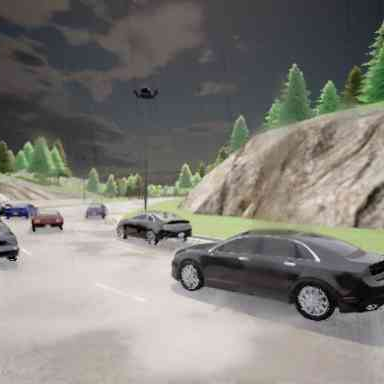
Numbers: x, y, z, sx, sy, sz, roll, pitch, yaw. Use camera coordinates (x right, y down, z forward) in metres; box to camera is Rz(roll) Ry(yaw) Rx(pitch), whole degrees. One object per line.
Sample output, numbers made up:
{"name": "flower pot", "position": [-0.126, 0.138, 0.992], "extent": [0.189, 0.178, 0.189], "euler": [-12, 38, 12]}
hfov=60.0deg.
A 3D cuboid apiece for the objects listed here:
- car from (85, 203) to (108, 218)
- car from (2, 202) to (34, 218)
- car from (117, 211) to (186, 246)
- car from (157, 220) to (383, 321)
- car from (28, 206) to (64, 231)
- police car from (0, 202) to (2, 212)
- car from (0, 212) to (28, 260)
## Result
{"name": "car", "position": [-9.859, 1.899, 34.571], "extent": [1.812, 1.442, 4.674], "euler": [0, -1, -9]}
{"name": "car", "position": [-16.599, 1.833, 32.882], "extent": [1.882, 1.535, 5.008], "euler": [0, -1, -10]}
{"name": "car", "position": [-1.976, 1.670, 16.388], "extent": [2.128, 1.511, 4.902], "euler": [0, -1, -39]}
{"name": "car", "position": [1.665, 1.588, 7.530], "extent": [4.892, 1.490, 1.837], "euler": [-1, 0, 39]}
{"name": "car", "position": [-9.900, 1.846, 22.676], "extent": [1.895, 1.301, 4.718], "euler": [0, -1, -25]}
{"name": "police car", "position": [-20.816, 1.901, 36.805], "extent": [2.038, 1.542, 4.974], "euler": [0, -1, -5]}
{"name": "car", "position": [-7.722, 1.681, 12.232], "extent": [2.033, 1.411, 5.357], "euler": [0, -1, -37]}
